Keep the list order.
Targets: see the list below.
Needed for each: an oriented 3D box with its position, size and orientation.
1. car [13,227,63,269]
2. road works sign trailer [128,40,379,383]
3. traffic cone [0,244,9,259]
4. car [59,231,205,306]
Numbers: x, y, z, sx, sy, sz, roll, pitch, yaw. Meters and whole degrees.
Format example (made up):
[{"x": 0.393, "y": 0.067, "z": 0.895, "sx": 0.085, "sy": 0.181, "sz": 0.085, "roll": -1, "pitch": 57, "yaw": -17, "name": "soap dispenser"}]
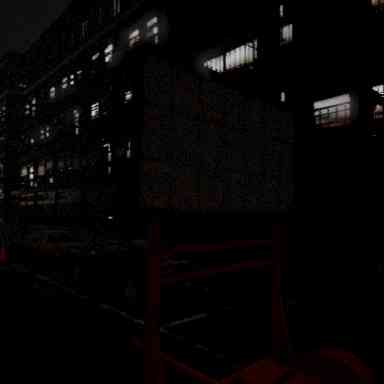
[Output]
[{"x": -5.591, "y": 2.051, "z": 13.078, "sx": 1.752, "sy": 1.417, "sz": 4.829, "roll": 6, "pitch": -5, "yaw": -44, "name": "car"}, {"x": 0.235, "y": 0.642, "z": 3.399, "sx": 2.380, "sy": 3.560, "sz": 2.880, "roll": 4, "pitch": -4, "yaw": -44, "name": "road works sign trailer"}, {"x": -7.818, "y": 2.473, "z": 13.797, "sx": 0.340, "sy": 0.580, "sz": 0.340, "roll": 3, "pitch": -4, "yaw": -39, "name": "traffic cone"}, {"x": -1.630, "y": 1.951, "z": 8.977, "sx": 1.887, "sy": 1.381, "sz": 4.507, "roll": 6, "pitch": -5, "yaw": -44, "name": "car"}]
